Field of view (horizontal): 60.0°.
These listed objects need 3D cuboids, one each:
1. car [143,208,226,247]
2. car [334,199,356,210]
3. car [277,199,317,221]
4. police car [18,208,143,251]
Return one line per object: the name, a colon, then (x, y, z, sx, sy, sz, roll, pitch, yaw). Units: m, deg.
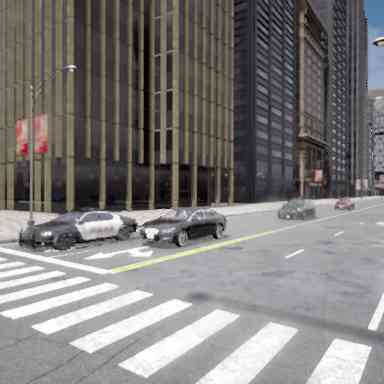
car: (-0.225, 1.489, 15.153, 2.128, 1.511, 4.902, 0, 0, 36)
car: (19.751, 1.589, 42.882, 1.812, 1.442, 4.674, 0, 0, 36)
car: (8.805, 1.365, 27.756, 2.097, 1.767, 4.553, 0, 0, 36)
police car: (-4.707, 1.493, 14.302, 2.038, 1.542, 4.974, 0, 0, 36)
